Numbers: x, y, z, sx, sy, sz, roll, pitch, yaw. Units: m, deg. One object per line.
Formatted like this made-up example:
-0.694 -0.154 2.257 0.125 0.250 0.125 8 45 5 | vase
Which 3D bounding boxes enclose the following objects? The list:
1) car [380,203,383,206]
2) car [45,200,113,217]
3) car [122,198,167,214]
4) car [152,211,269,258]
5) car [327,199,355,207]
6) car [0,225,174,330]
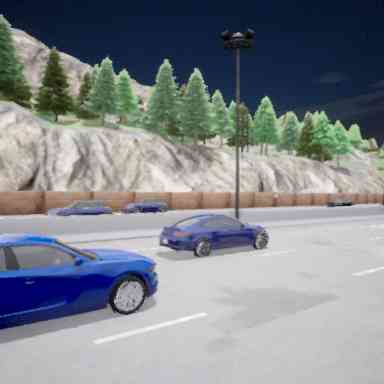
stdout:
26.208 1.785 43.166 4.902 1.511 2.128 0 0 -36 | car
-8.106 1.393 23.957 4.553 1.767 2.097 0 0 -35 | car
-4.903 1.443 34.692 4.553 1.767 2.097 0 0 -34 | car
0.938 1.572 12.966 4.674 1.442 1.812 0 0 -35 | car
21.833 1.742 48.651 5.008 1.535 1.882 1 0 -35 | car
-2.991 1.483 5.910 5.008 1.535 1.882 0 0 -35 | car
